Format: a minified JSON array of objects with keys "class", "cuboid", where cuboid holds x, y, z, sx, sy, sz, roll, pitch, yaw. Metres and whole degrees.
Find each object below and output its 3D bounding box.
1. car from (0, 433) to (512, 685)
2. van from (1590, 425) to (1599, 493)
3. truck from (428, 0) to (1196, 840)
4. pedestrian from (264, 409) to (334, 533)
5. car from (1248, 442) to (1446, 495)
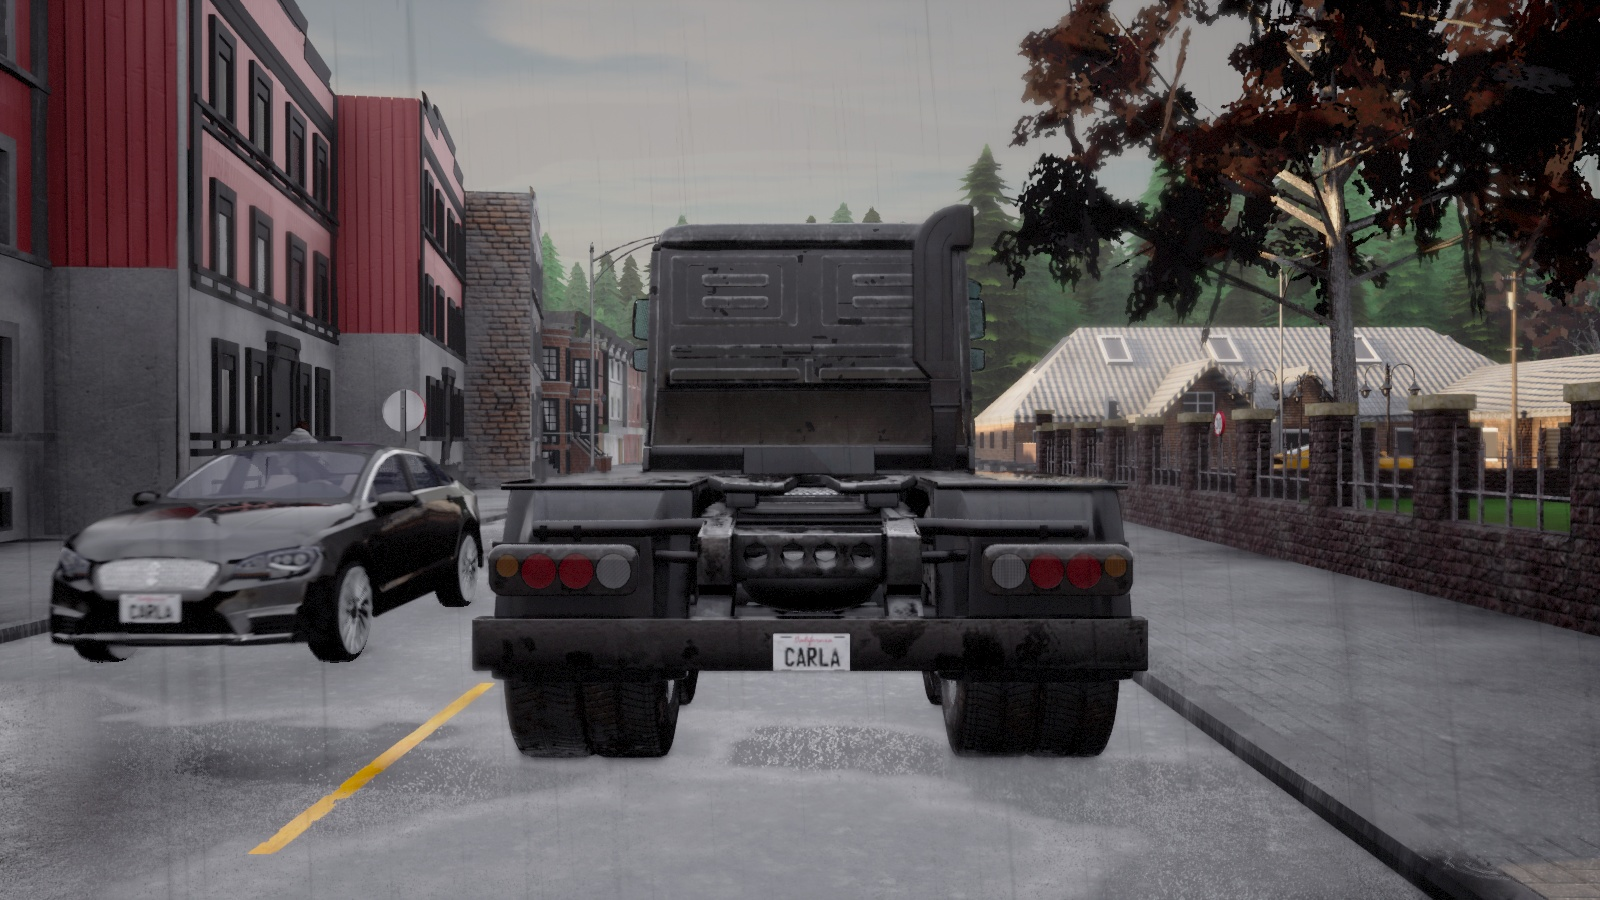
[{"class":"car","cuboid":[-3.932,0.643,9.992,2.128,1.511,4.902,0,0,0]},{"class":"van","cuboid":[26.112,0.282,36.942,4.480,2.038,2.069,0,0,-1]},{"class":"truck","cuboid":[0.065,-0.284,8.702,2.891,3.462,7.936,0,0,0]},{"class":"pedestrian","cuboid":[-8.074,0.335,20.262,0.659,1.952,0.873,0,0,13]},{"class":"car","cuboid":[16.047,0.528,36.972,5.008,1.535,1.882,0,0,-1]}]
